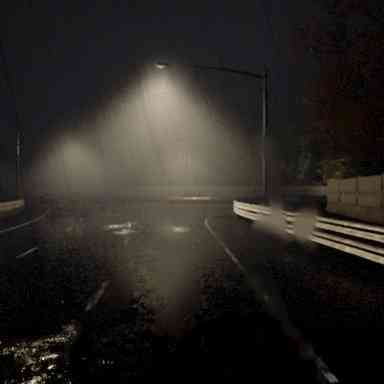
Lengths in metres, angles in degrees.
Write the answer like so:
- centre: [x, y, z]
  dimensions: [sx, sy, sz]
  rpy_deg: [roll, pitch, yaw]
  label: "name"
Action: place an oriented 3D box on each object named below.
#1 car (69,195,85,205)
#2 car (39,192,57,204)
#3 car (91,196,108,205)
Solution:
- centre: [-19.384, 1.360, 56.002]
  dimensions: [1.837, 1.490, 4.892]
  rpy_deg: [0, 0, -31]
  label: "car"
- centre: [-25.883, 1.081, 59.816]
  dimensions: [2.150, 2.045, 5.566]
  rpy_deg: [0, 0, -35]
  label: "car"
- centre: [-15.930, 1.369, 57.002]
  dimensions: [1.812, 1.442, 4.674]
  rpy_deg: [0, 0, -30]
  label: "car"
